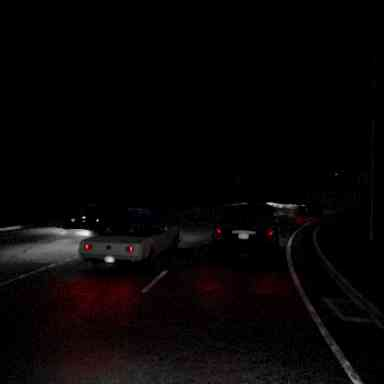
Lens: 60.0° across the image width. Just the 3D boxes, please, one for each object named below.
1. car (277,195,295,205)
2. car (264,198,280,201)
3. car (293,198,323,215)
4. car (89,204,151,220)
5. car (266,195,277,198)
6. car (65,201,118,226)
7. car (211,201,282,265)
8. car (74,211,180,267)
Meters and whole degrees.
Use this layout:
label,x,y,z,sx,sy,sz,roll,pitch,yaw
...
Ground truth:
label,x,y,z,sx,sy,sz,roll,pitch,yaw
car,15.976,1.264,54.923,1.812,1.442,4.674,1,1,31
car,6.221,1.551,30.913,2.033,1.411,5.357,1,0,29
car,12.433,1.540,34.679,2.128,1.511,4.902,1,1,30
car,-3.444,1.535,18.794,1.895,1.301,4.718,1,0,19
car,14.270,1.205,58.881,1.994,1.385,4.181,1,2,31
car,-6.067,1.397,21.686,1.837,1.490,4.892,0,0,22
car,2.079,1.362,12.087,2.097,1.767,4.553,1,0,14
car,-1.795,1.575,11.364,1.895,1.301,4.718,1,0,12
